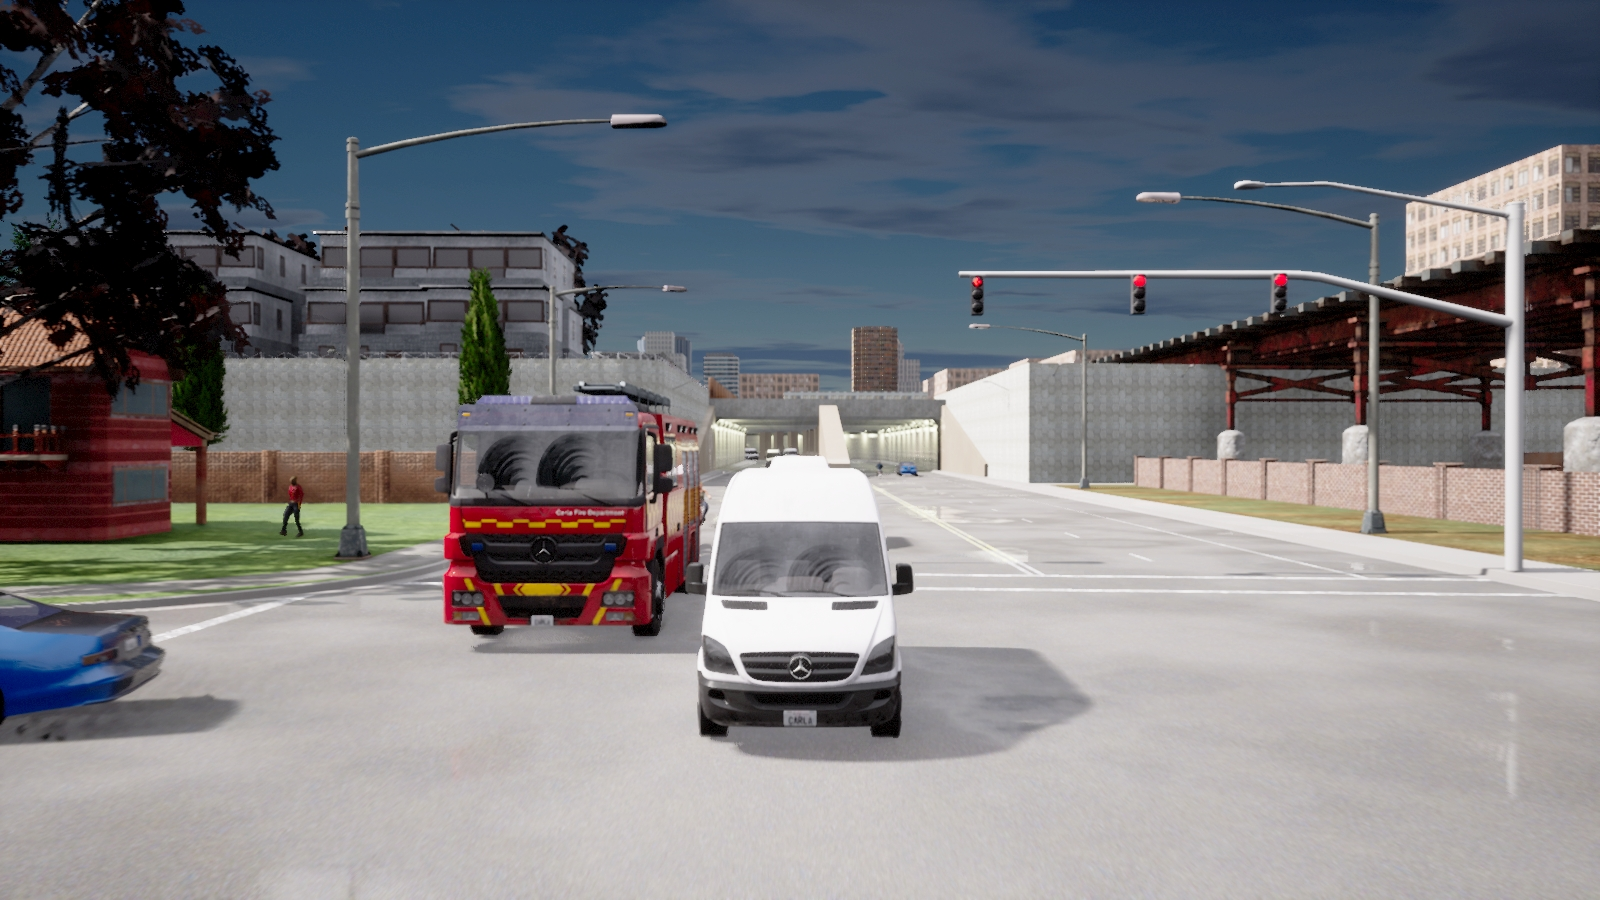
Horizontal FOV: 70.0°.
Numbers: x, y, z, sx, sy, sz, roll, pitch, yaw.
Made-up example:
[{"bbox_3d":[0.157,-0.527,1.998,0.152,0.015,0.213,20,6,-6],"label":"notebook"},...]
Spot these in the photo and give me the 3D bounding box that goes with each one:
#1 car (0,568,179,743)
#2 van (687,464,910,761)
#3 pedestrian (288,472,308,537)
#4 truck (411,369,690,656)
[{"bbox_3d":[-9.411,2.048,11.340,5.357,1.411,2.033,0,0,-13],"label":"car"},{"bbox_3d":[-0.012,1.487,13.151,1.988,2.561,5.915,0,0,0],"label":"van"},{"bbox_3d":[-14.664,1.591,33.384,0.375,1.860,0.375,0,0,19],"label":"pedestrian"},{"bbox_3d":[-3.745,0.826,19.507,2.891,3.827,8.468,0,0,0],"label":"truck"}]
